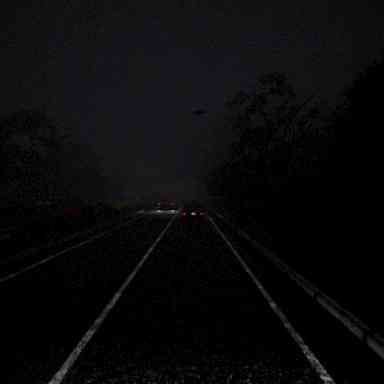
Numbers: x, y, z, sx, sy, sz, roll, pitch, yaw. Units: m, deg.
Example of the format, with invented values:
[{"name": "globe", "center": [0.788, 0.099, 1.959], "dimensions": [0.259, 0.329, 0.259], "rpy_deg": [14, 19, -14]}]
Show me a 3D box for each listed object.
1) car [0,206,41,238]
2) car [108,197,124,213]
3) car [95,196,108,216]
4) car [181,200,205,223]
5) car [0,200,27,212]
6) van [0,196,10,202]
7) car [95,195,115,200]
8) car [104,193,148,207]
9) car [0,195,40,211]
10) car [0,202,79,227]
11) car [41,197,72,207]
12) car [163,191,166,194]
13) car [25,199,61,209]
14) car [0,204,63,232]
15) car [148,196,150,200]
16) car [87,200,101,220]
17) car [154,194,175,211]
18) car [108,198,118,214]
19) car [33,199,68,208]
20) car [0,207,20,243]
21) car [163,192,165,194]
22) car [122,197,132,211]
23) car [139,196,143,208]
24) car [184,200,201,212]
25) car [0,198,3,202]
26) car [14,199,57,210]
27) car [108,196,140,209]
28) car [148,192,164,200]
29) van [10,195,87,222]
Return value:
[{"name": "car", "center": [-10.237, 1.571, 15.886], "dimensions": [4.792, 1.488, 2.163], "rpy_deg": [0, 0, 0]}, {"name": "car", "center": [-10.419, 1.620, 35.312], "dimensions": [5.366, 1.575, 1.946], "rpy_deg": [0, -1, 0]}, {"name": "car", "center": [-10.274, 1.462, 29.766], "dimensions": [4.553, 1.767, 2.185], "rpy_deg": [0, 0, 0]}, {"name": "car", "center": [0.083, 1.637, 26.516], "dimensions": [2.033, 1.411, 5.357], "rpy_deg": [0, 0, 0]}, {"name": "car", "center": [-23.276, 1.710, 40.921], "dimensions": [4.792, 1.488, 2.163], "rpy_deg": [0, -1, 0]}, {"name": "van", "center": [-23.426, 1.422, 38.030], "dimensions": [4.442, 1.987, 1.878], "rpy_deg": [0, -1, 0]}, {"name": "car", "center": [-23.488, 1.495, 89.957], "dimensions": [4.674, 1.452, 2.002], "rpy_deg": [0, 0, 0]}, {"name": "car", "center": [-10.235, 1.561, 51.968], "dimensions": [5.566, 2.045, 2.435], "rpy_deg": [0, -1, 0]}, {"name": "car", "center": [-23.329, 1.461, 43.693], "dimensions": [5.566, 2.045, 2.435], "rpy_deg": [0, -1, 0]}, {"name": "car", "center": [-10.228, 1.588, 21.439], "dimensions": [4.792, 1.488, 2.163], "rpy_deg": [0, 0, 0]}, {"name": "car", "center": [-23.309, 1.750, 57.416], "dimensions": [4.553, 1.767, 2.185], "rpy_deg": [0, -1, 0]}, {"name": "car", "center": [-10.429, 1.344, 92.904], "dimensions": [4.553, 1.767, 2.185], "rpy_deg": [0, 0, 0]}, {"name": "car", "center": [-23.283, 1.851, 51.999], "dimensions": [4.674, 1.452, 2.002], "rpy_deg": [0, -1, 0]}, {"name": "car", "center": [-10.232, 1.579, 18.663], "dimensions": [4.792, 1.488, 2.163], "rpy_deg": [0, 0, 0]}, {"name": "car", "center": [-10.168, 1.907, 57.517], "dimensions": [4.792, 1.488, 2.163], "rpy_deg": [0, -1, 0]}, {"name": "car", "center": [-10.277, 1.606, 26.992], "dimensions": [4.792, 1.488, 2.163], "rpy_deg": [0, 0, 0]}, {"name": "car", "center": [-3.411, 1.542, 44.296], "dimensions": [2.097, 1.767, 4.553], "rpy_deg": [0, 0, 0]}, {"name": "car", "center": [-10.232, 1.603, 32.544], "dimensions": [4.892, 1.521, 2.231], "rpy_deg": [0, -1, 0]}, {"name": "car", "center": [-23.252, 1.874, 54.769], "dimensions": [4.792, 1.488, 2.163], "rpy_deg": [0, -1, 0]}, {"name": "car", "center": [-10.085, 1.529, 13.110], "dimensions": [5.366, 1.575, 1.946], "rpy_deg": [0, 0, 0]}, {"name": "car", "center": [-10.434, 1.487, 90.118], "dimensions": [4.792, 1.488, 2.163], "rpy_deg": [0, 0, 0]}, {"name": "car", "center": [-10.044, 1.646, 37.964], "dimensions": [5.366, 1.575, 1.946], "rpy_deg": [0, -1, 0]}, {"name": "car", "center": [-10.397, 1.776, 49.189], "dimensions": [5.366, 1.575, 1.946], "rpy_deg": [0, -1, 0]}, {"name": "car", "center": [0.030, 1.728, 42.858], "dimensions": [2.033, 1.411, 5.357], "rpy_deg": [0, 0, 0]}, {"name": "car", "center": [-23.343, 1.651, 35.256], "dimensions": [4.792, 1.488, 2.163], "rpy_deg": [0, -1, 0]}, {"name": "car", "center": [-23.105, 1.775, 49.229], "dimensions": [5.366, 1.575, 1.946], "rpy_deg": [0, -1, 0]}, {"name": "car", "center": [-10.035, 1.710, 43.637], "dimensions": [5.366, 1.575, 1.946], "rpy_deg": [0, -1, 0]}, {"name": "car", "center": [-10.383, 1.475, 87.334], "dimensions": [4.792, 1.488, 2.163], "rpy_deg": [0, 0, 0]}, {"name": "van", "center": [-10.369, 1.341, 24.216], "dimensions": [4.442, 1.987, 1.878], "rpy_deg": [0, 0, 0]}]
